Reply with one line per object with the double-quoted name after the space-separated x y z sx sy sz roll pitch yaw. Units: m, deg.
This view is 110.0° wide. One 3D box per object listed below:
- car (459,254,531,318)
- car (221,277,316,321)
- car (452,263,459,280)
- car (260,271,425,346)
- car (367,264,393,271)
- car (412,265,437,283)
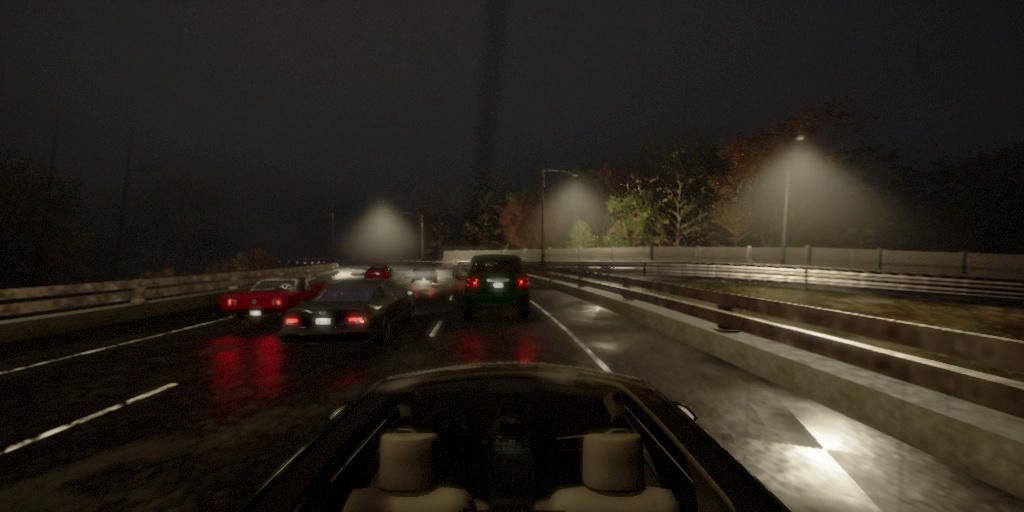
-0.684 0.964 13.252 2.150 2.045 5.566 0 0 -6 "car"
-7.650 1.375 12.619 1.895 1.301 4.718 0 0 -6 "car"
-4.096 1.271 31.282 1.812 1.442 4.674 0 0 -15 "car"
-3.851 1.308 9.454 2.033 1.411 5.357 0 0 -4 "car"
-10.897 1.339 29.614 1.994 1.385 4.181 0 0 -15 "car"
-6.874 1.360 28.148 1.895 1.301 4.718 0 0 -13 "car"
